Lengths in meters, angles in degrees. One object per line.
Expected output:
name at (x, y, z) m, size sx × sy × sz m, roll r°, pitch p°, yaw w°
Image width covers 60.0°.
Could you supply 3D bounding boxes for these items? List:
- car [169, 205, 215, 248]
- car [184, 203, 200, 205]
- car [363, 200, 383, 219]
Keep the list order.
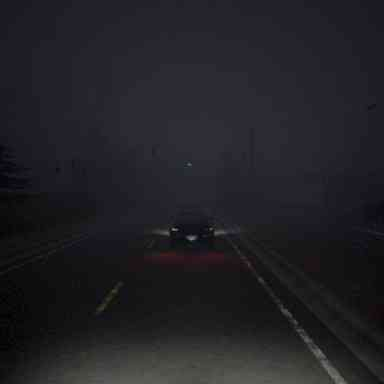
car at (0.000, 1.531, 14.650) m, size 1.812 × 1.442 × 4.674 m, roll 0°, pitch 0°, yaw 0°
car at (0.000, 1.615, 29.680) m, size 1.895 × 1.301 × 4.718 m, roll 0°, pitch 0°, yaw 0°
car at (14.203, 1.337, 24.074) m, size 2.007 × 1.523 × 4.514 m, roll 0°, pitch 0°, yaw 0°
